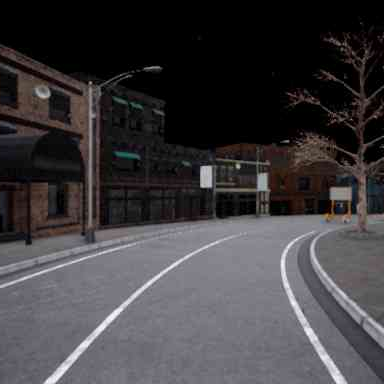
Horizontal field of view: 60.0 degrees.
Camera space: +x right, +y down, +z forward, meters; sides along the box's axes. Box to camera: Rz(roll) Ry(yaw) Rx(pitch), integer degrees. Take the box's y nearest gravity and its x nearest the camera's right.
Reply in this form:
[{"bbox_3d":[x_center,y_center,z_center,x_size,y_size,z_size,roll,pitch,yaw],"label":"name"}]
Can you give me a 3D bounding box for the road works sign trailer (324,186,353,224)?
[{"bbox_3d":[14.819,1.224,32.824,2.880,3.560,2.380,1,-1,-32],"label":"road works sign trailer"}]
